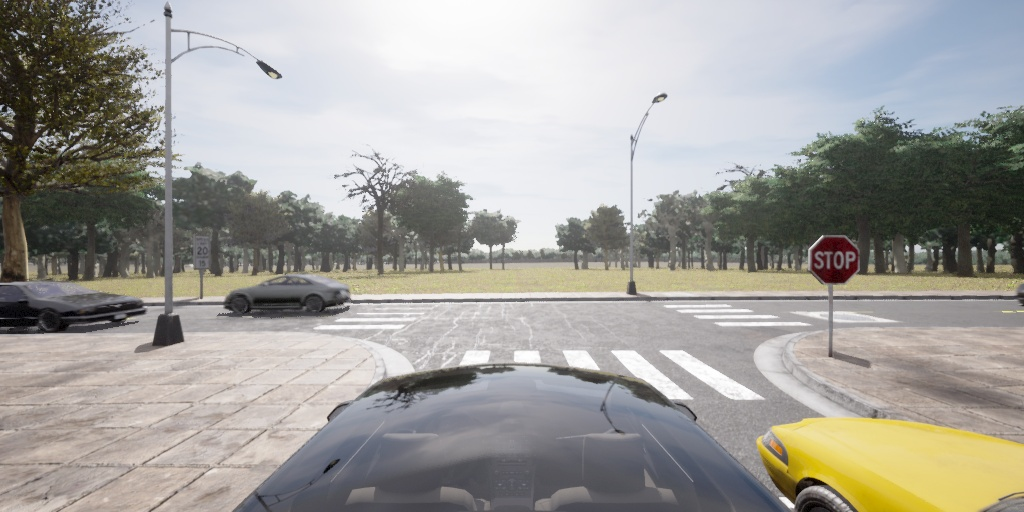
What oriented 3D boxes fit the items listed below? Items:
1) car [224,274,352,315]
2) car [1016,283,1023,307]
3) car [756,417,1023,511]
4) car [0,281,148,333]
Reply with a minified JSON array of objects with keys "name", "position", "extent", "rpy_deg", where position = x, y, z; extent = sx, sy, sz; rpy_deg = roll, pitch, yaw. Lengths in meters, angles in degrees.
[{"name":"car","position":[-8.420,1.390,13.684],"extent":[4.181,1.385,1.994],"rpy_deg":[-1,0,1]},{"name":"car","position":[17.948,1.102,10.408],"extent":[4.892,1.490,1.837],"rpy_deg":[0,0,1]},{"name":"car","position":[2.628,1.275,0.628],"extent":[1.751,1.417,4.829],"rpy_deg":[0,0,0]},{"name":"car","position":[-14.430,1.468,10.809],"extent":[5.357,1.411,2.033],"rpy_deg":[-1,0,1]}]
